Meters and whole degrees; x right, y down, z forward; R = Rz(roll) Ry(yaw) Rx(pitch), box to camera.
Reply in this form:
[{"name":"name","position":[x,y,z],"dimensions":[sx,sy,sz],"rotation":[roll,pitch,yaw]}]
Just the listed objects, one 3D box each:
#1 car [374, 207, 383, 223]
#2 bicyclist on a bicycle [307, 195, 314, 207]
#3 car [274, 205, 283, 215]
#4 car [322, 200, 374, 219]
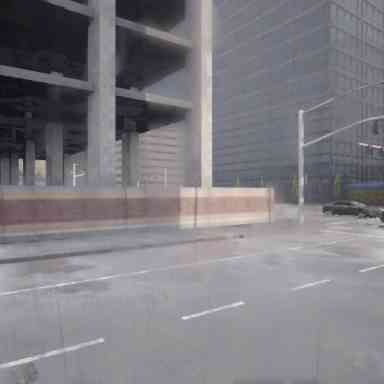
[{"name":"car","position":[12.904,1.547,19.331],"dimensions":[2.033,1.411,5.357],"rotation":[0,0,8]},{"name":"bicyclist on a bicycle","position":[16.506,1.299,46.158],"dimensions":[1.656,1.620,0.582],"rotation":[0,0,-36]},{"name":"car","position":[6.846,1.524,33.104],"dimensions":[1.812,1.442,4.674],"rotation":[0,0,-36]},{"name":"car","position":[13.941,1.504,29.285],"dimensions":[1.837,1.490,4.892],"rotation":[0,0,-36]}]
